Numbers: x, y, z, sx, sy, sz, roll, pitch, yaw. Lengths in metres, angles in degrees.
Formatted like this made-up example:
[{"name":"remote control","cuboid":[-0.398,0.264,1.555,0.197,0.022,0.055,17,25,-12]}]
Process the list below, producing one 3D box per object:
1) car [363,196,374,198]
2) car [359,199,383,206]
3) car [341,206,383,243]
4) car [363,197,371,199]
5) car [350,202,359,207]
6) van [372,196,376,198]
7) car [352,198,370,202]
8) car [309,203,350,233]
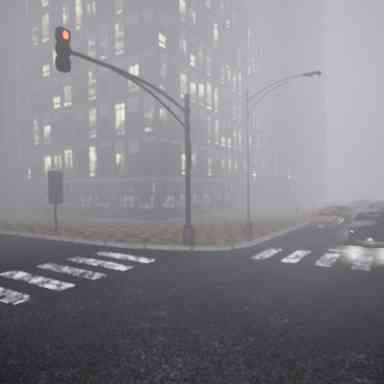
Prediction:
[{"name":"car","cuboid":[25.816,1.745,49.987,1.887,1.381,4.507,-1,-1,31]},{"name":"car","cuboid":[14.559,1.592,25.854,2.128,1.511,4.902,0,0,31]},{"name":"car","cuboid":[8.796,1.611,16.186,2.033,1.411,5.357,0,0,31]},{"name":"car","cuboid":[22.933,1.764,45.123,1.802,1.307,4.206,-1,-1,31]},{"name":"car","cuboid":[11.395,1.674,25.669,1.947,1.339,4.313,-1,-1,31]},{"name":"van","cuboid":[31.582,1.579,59.718,1.690,1.788,3.998,-1,-1,31]},{"name":"car","cuboid":[20.048,1.708,40.260,1.887,1.381,4.507,-1,-1,31]},{"name":"car","cuboid":[8.424,1.615,20.660,1.752,1.417,4.829,-1,-1,31]}]
